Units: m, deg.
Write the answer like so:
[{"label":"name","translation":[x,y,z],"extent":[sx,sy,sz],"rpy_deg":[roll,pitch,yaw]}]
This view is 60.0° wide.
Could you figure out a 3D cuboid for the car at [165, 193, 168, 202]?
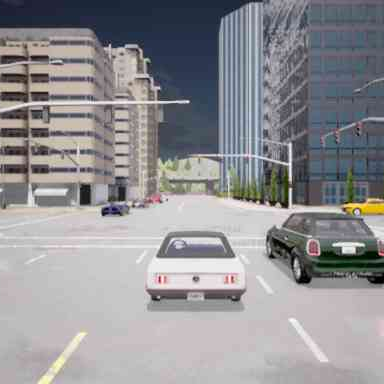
[{"label":"car","translation":[-6.868,1.182,78.334],"extent":[2.150,2.045,5.566],"rpy_deg":[0,0,0]}]

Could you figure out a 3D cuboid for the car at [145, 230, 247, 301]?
[{"label":"car","translation":[0.089,1.597,8.243],"extent":[1.895,1.301,4.718],"rpy_deg":[0,0,0]}]

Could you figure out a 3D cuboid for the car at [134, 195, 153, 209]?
[{"label":"car","translation":[-7.021,1.470,45.135],"extent":[2.128,1.511,4.902],"rpy_deg":[0,0,0]}]

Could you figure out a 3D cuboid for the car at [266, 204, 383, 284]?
[{"label":"car","translation":[3.598,1.348,9.731],"extent":[2.097,1.767,4.553],"rpy_deg":[0,0,0]}]

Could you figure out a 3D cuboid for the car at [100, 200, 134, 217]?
[{"label":"car","translation":[-7.051,1.551,30.951],"extent":[1.895,1.301,4.718],"rpy_deg":[0,0,0]}]

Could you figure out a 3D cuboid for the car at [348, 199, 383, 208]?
[{"label":"car","translation":[16.870,1.408,31.604],"extent":[5.008,1.535,1.882],"rpy_deg":[0,0,1]}]

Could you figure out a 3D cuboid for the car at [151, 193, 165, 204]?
[{"label":"car","translation":[-6.935,1.195,63.532],"extent":[2.150,2.045,5.566],"rpy_deg":[0,0,1]}]
